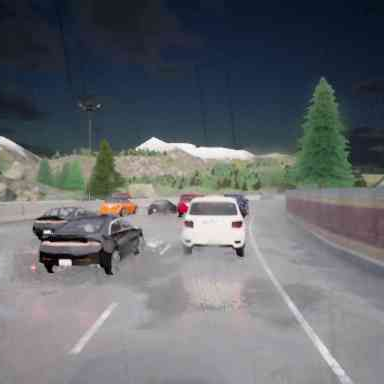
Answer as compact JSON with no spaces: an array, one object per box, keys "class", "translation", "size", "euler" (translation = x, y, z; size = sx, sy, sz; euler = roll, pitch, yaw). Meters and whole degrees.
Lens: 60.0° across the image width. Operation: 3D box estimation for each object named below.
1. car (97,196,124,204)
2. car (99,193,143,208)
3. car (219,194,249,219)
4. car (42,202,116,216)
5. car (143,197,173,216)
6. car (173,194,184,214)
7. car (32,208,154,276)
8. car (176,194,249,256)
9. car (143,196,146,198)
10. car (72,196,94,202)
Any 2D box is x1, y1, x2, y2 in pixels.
[{"class":"car","translation":[-15.049,1.416,61.738],"size":[2.033,1.411,5.357],"euler":[0,0,23]},{"class":"car","translation":[-6.634,1.289,30.825],"size":[2.097,1.767,4.553],"euler":[0,0,13]},{"class":"car","translation":[3.883,1.185,29.934],"size":[2.150,2.045,5.566],"euler":[0,0,13]},{"class":"car","translation":[-5.717,1.453,16.195],"size":[2.128,1.511,4.902],"euler":[0,0,7]},{"class":"car","translation":[-2.795,1.470,31.989],"size":[1.812,1.442,4.674],"euler":[0,0,14]},{"class":"car","translation":[0.304,1.176,29.987],"size":[2.150,2.045,5.566],"euler":[0,0,13]},{"class":"car","translation":[-2.827,1.469,10.363],"size":[2.128,1.511,4.902],"euler":[0,0,5]},{"class":"car","translation":[0.949,1.203,13.332],"size":[2.150,2.045,5.566],"euler":[0,0,6]},{"class":"car","translation":[-9.166,1.367,57.674],"size":[1.882,1.535,5.008],"euler":[0,0,23]},{"class":"car","translation":[-19.562,1.386,60.034],"size":[1.812,1.442,4.674],"euler":[0,0,22]}]
